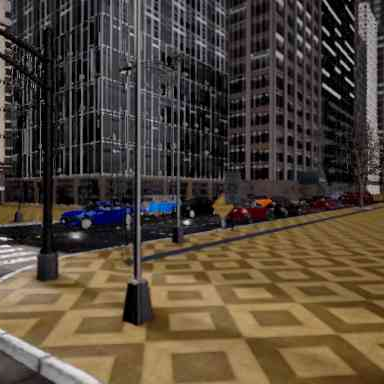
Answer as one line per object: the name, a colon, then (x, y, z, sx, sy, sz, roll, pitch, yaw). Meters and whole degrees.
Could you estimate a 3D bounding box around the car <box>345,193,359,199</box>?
car: (37.044, 0.913, 76.924, 1.947, 1.339, 4.313, 1, 1, 39)

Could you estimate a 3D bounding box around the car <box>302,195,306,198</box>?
car: (19.012, 1.123, 54.924, 1.947, 1.339, 4.313, 1, 1, 39)

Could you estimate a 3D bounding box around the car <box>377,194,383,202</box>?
car: (32.802, 1.018, 58.526, 1.752, 1.417, 4.829, 1, 1, 39)

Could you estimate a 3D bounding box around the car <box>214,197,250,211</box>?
car: (4.581, 1.271, 37.332, 1.887, 1.381, 4.507, 1, 1, 39)

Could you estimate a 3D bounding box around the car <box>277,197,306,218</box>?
car: (7.502, 1.355, 27.557, 1.947, 1.339, 4.313, 1, 1, 39)

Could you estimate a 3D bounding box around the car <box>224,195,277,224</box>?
car: (3.940, 1.272, 23.121, 1.967, 1.590, 4.097, 1, 1, 39)

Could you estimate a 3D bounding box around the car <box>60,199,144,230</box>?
car: (-5.683, 1.354, 20.717, 1.882, 1.535, 5.008, 0, 1, 39)

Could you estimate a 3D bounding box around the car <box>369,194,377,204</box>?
car: (25.482, 0.893, 49.593, 2.192, 1.841, 5.009, 1, 1, 39)

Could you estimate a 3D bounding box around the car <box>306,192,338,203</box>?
car: (16.881, 1.153, 43.199, 1.837, 1.490, 4.892, 0, 0, 39)

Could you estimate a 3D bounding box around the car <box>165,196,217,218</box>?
car: (0.318, 1.284, 28.038, 1.882, 1.535, 5.008, 0, 1, 39)

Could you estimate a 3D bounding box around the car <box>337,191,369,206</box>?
car: (21.876, 0.935, 45.193, 2.192, 1.841, 5.009, 1, 1, 39)

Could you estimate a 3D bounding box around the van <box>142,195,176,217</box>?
van: (-2.717, 1.152, 28.601, 1.690, 1.788, 3.998, 1, 1, 39)

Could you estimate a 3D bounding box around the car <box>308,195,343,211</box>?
car: (14.663, 1.286, 36.397, 1.802, 1.307, 4.206, 1, 1, 39)

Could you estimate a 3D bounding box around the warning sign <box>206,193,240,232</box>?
warning sign: (1.570, 1.001, 16.694, 1.300, 1.860, 1.060, 0, 0, 39)
